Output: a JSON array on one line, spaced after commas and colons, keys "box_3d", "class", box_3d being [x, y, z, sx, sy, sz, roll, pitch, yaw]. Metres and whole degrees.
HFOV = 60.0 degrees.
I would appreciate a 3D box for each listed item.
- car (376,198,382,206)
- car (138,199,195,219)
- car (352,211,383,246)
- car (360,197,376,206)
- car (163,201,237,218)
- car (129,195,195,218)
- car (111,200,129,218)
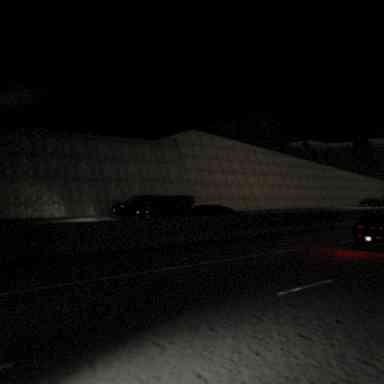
[{"box_3d": [31.572, 1.403, 52.100, 5.357, 1.411, 2.033, 0, 0, -35], "class": "car"}, {"box_3d": [-1.133, 1.541, 24.662, 4.902, 1.511, 2.128, 0, 0, -35], "class": "car"}, {"box_3d": [8.821, 1.562, 14.317, 4.892, 1.490, 1.837, 0, 0, -35], "class": "car"}, {"box_3d": [29.543, 1.568, 54.952, 4.181, 1.385, 1.994, 0, 0, -35], "class": "car"}, {"box_3d": [0.850, 1.554, 21.777, 4.892, 1.490, 1.837, 0, 0, -35], "class": "car"}, {"box_3d": [-2.087, 1.276, 28.278, 5.566, 2.045, 2.150, 0, 0, -35], "class": "car"}, {"box_3d": [-4.589, 1.274, 30.794, 5.566, 2.045, 2.150, 0, 0, -35], "class": "car"}]
